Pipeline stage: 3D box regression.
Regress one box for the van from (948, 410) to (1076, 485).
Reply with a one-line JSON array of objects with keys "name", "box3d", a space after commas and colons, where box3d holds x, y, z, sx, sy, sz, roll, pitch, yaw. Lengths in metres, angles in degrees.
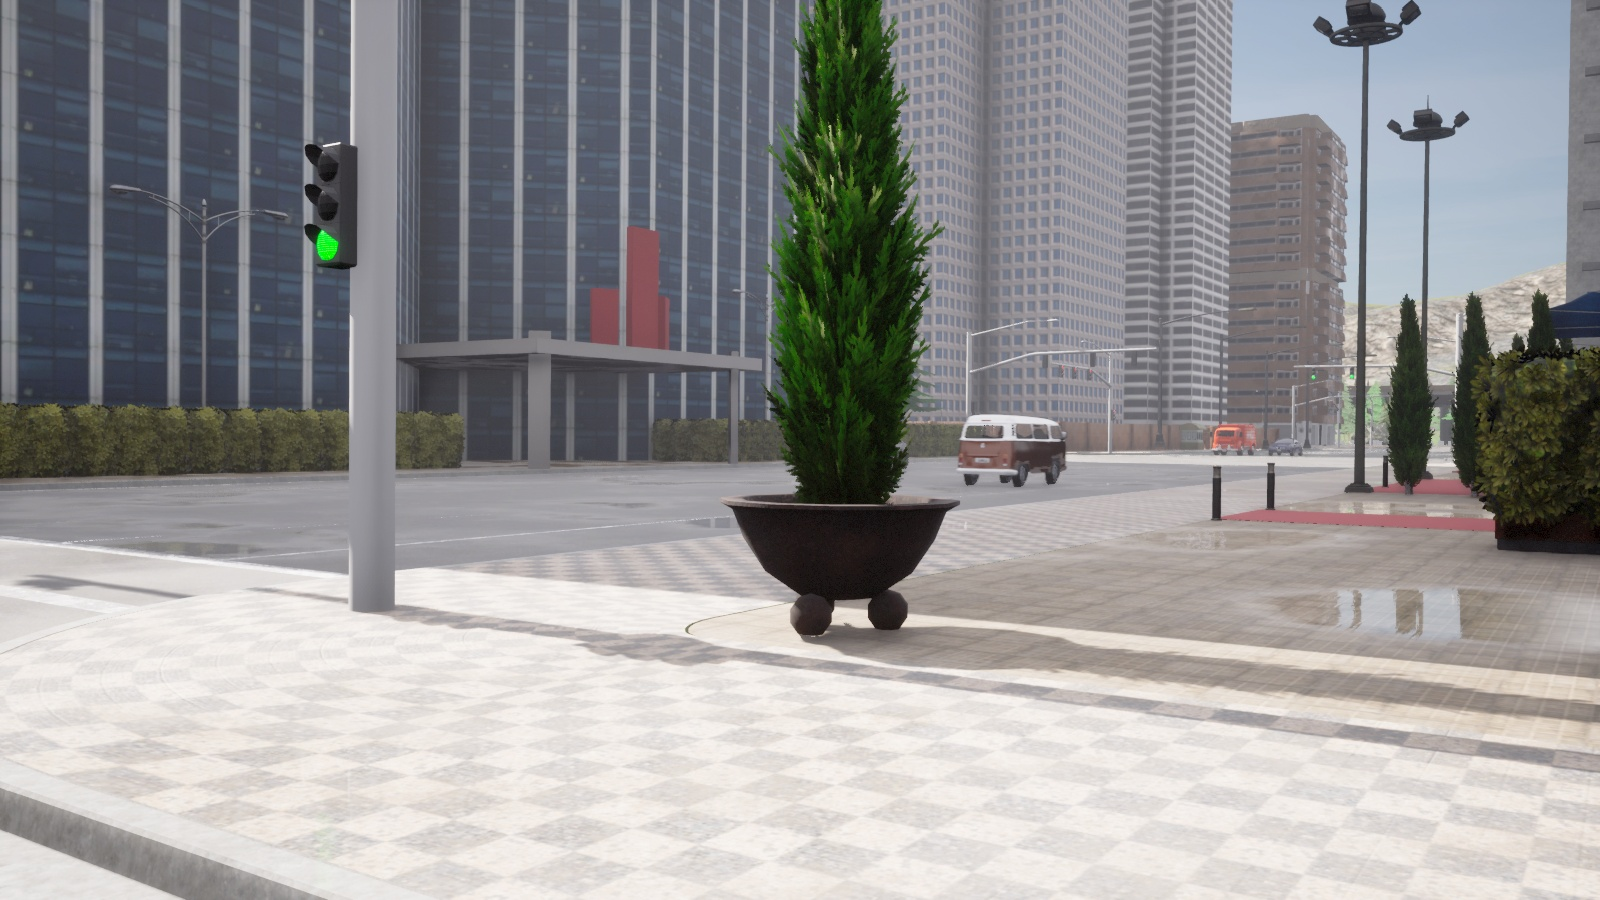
[{"name": "van", "box3d": [6.278, -0.104, 36.795, 2.069, 2.038, 4.480, 0, 1, 33]}]
